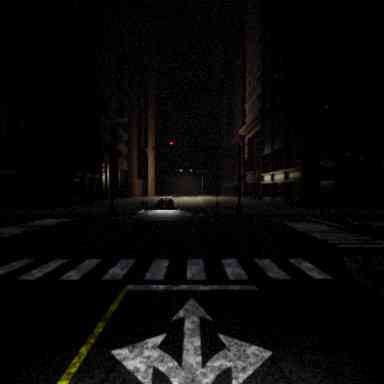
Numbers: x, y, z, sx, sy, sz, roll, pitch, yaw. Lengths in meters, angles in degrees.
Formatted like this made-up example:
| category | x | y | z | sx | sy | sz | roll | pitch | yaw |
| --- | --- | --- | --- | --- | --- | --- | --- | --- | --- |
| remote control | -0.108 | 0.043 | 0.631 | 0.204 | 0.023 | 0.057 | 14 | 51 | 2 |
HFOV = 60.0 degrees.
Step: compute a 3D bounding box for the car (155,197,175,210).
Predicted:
| category | x | y | z | sx | sy | sz | roll | pitch | yaw |
| --- | --- | --- | --- | --- | --- | --- | --- | --- | --- |
| car | -2.956 | 1.305 | 37.427 | 1.994 | 1.385 | 4.181 | 0 | 1 | 0 |
